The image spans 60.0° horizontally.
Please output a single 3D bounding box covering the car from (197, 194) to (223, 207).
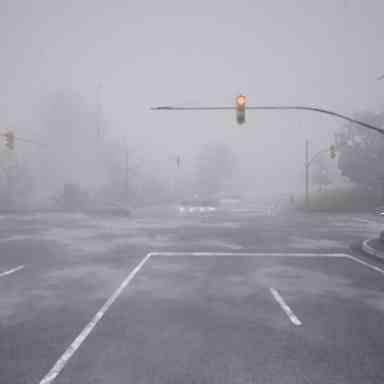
[{"bbox_3d":[2.740,1.431,48.876,1.895,1.301,4.718,0,1,18],"label":"car"}]

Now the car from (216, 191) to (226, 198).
[{"bbox_3d":[5.687,0.650,65.711,1.837,1.490,4.892,0,3,26],"label":"car"}]

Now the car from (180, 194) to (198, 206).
[{"bbox_3d":[-0.267,1.158,50.835,2.097,1.767,4.553,0,1,19],"label":"car"}]

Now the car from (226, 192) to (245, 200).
[{"bbox_3d":[8.661,0.769,63.874,1.895,1.301,4.718,0,3,26],"label":"car"}]

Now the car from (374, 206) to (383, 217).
[{"bbox_3d":[18.517,1.485,28.882,4.892,1.490,1.837,-1,0,3],"label":"car"}]

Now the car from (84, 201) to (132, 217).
[{"bbox_3d":[-7.623,1.554,30.271,4.181,1.385,1.994,0,0,3],"label":"car"}]
